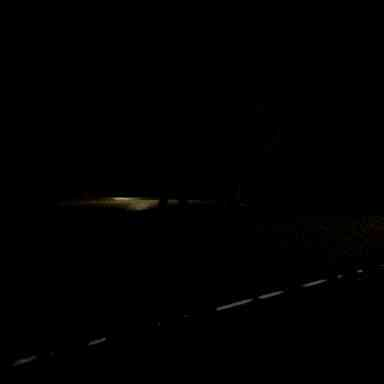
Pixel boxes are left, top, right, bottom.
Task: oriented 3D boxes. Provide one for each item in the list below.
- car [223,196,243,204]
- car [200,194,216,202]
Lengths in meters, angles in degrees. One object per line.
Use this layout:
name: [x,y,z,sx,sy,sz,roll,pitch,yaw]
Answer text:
car: [8.365,1.625,68.521,1.837,1.490,4.892,1,-1,-33]
car: [3.659,1.327,75.608,2.097,1.767,4.553,1,0,-33]
